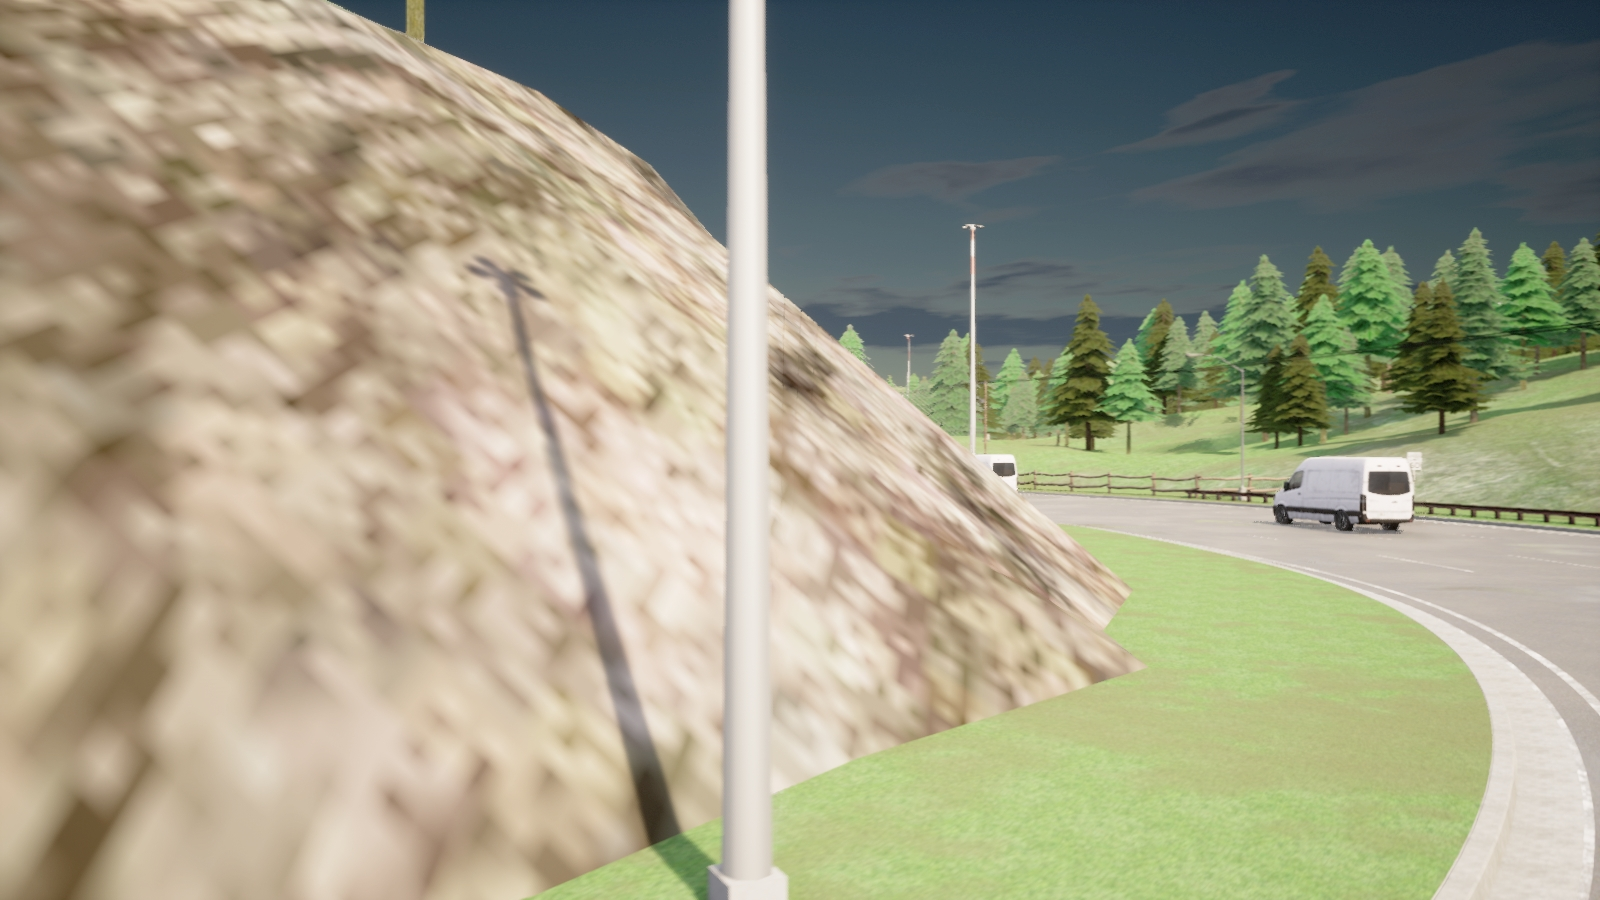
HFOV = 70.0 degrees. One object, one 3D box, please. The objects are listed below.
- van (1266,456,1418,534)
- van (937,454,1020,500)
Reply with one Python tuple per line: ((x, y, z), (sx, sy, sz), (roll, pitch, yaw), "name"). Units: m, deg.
((19.334, 1.539, 41.143), (1.988, 2.561, 5.915), (1, 0, -8), "van")
((10.444, 1.547, 67.525), (1.988, 2.561, 5.915), (0, 0, -24), "van")
